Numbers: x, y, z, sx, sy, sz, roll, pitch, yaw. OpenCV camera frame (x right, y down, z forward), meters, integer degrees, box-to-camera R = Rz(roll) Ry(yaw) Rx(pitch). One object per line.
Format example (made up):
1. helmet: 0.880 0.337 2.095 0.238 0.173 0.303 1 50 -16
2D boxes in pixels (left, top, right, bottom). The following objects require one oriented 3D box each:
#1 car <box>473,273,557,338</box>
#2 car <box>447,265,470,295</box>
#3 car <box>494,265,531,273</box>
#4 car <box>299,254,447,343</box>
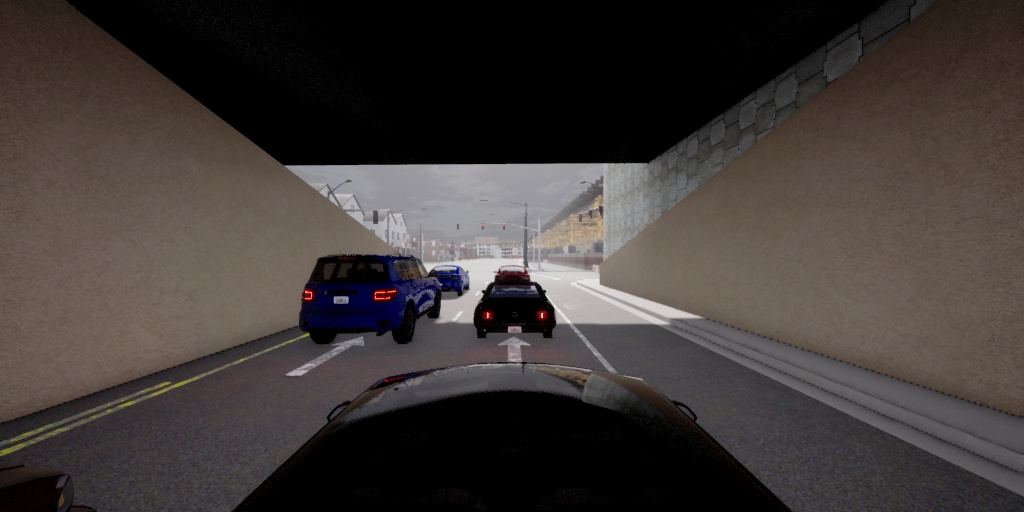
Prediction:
1. car: 0.058 1.351 10.200 1.895 1.301 4.718 0 0 0
2. car: -3.485 1.228 19.788 1.882 1.535 5.008 0 0 0
3. car: 0.016 1.228 19.537 1.882 1.535 5.008 0 0 0
4. car: -3.437 0.971 9.851 2.150 2.045 5.566 0 0 0
